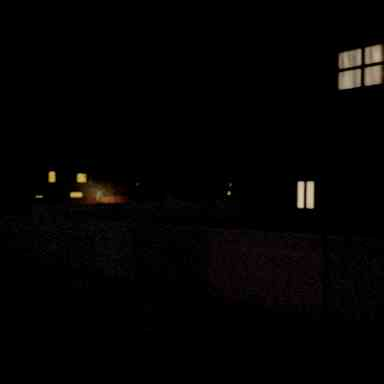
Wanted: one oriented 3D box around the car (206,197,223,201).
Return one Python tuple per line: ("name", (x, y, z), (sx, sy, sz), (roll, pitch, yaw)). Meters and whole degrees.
("car", (2.820, 1.768, 50.535), (1.812, 1.442, 4.674), (1, 0, 18))
